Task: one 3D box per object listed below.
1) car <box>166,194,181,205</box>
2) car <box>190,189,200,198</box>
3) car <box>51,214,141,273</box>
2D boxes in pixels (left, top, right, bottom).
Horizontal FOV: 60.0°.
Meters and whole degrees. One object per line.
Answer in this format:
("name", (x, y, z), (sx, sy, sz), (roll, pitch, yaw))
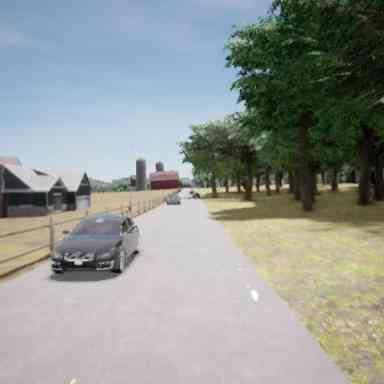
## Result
("car", (-2.799, 1.098, 51.316), (2.097, 1.767, 4.553), (0, 1, 0))
("car", (0.998, 0.742, 79.667), (1.812, 1.442, 4.674), (0, 1, 0))
("car", (-2.844, 1.516, 10.762), (1.837, 1.490, 4.892), (0, 0, 0))
